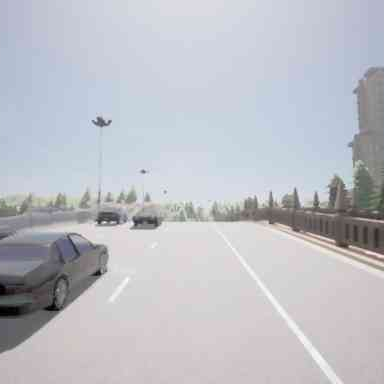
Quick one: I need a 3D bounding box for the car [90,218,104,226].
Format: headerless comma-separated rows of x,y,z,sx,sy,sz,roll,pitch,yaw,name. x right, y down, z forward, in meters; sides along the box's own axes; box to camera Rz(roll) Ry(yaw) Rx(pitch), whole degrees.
-20.994,6.701,73.646,1.837,1.490,4.892,0,-7,0,car

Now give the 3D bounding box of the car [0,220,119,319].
-3.450,1.648,7.875,2.033,1.411,5.357,0,-1,0,car

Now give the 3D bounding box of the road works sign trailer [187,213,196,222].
-0.139,7.075,85.504,2.380,3.560,2.880,0,-7,3,road works sign trailer

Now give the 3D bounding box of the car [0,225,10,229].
-6.927,1.743,11.237,1.895,1.301,4.718,0,-1,0,car

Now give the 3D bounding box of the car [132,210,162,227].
-3.425,2.044,26.480,1.895,1.301,4.718,0,-2,0,car

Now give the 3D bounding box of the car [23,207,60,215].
-14.096,2.163,31.373,1.882,1.535,5.008,0,-3,0,car

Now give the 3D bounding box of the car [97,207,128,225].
-6.914,2.074,29.261,1.837,1.490,4.892,0,-3,0,car
